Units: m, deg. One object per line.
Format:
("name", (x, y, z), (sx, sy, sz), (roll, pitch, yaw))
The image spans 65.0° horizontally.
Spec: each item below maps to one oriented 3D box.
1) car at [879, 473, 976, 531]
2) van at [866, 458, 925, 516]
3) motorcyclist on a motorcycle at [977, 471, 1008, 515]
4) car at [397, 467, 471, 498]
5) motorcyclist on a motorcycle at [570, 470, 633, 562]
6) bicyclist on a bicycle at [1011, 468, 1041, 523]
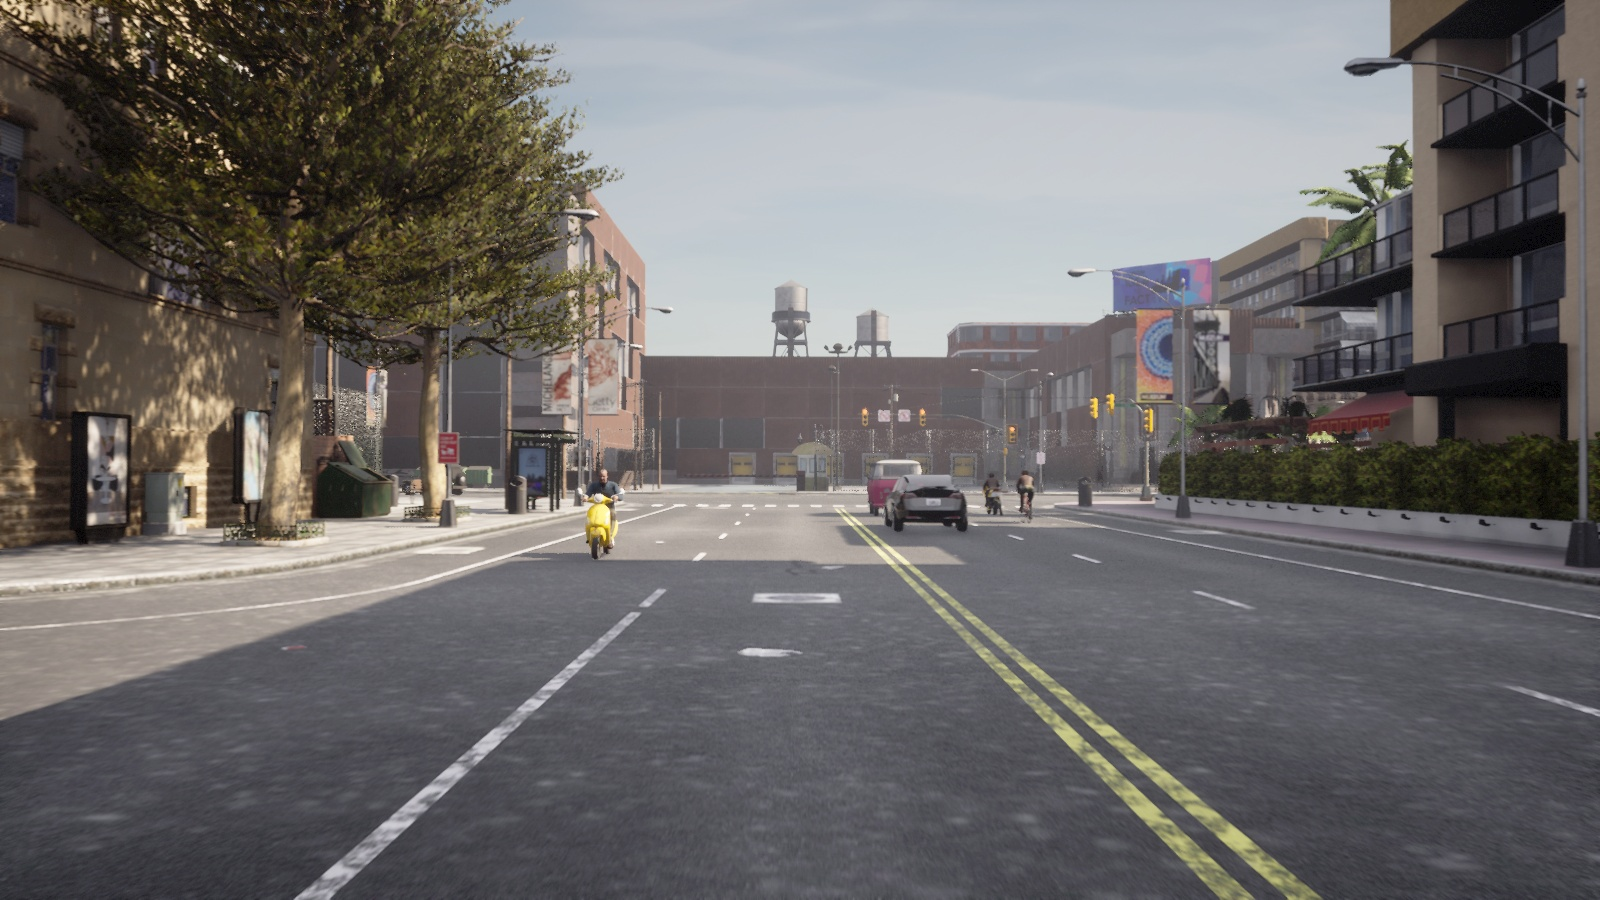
("car", (3.415, 1.380, 34.574), (2.163, 1.488, 4.792), (0, -1, 0))
("van", (3.387, 1.311, 45.226), (1.775, 1.987, 4.442), (0, -1, 0))
("motorcyclist on a motorcycle", (6.892, 1.524, 45.082), (0.797, 1.523, 2.044), (0, -1, 0))
("car", (-22.238, 1.977, 76.286), (3.866, 1.878, 1.905), (-1, -1, 16))
("motorcyclist on a motorcycle", (-3.556, 1.162, 22.652), (0.866, 1.590, 1.817), (0, -1, 0))
("bicyclist on a bicycle", (6.905, 1.383, 38.429), (0.582, 1.620, 1.656), (0, -1, 0))
